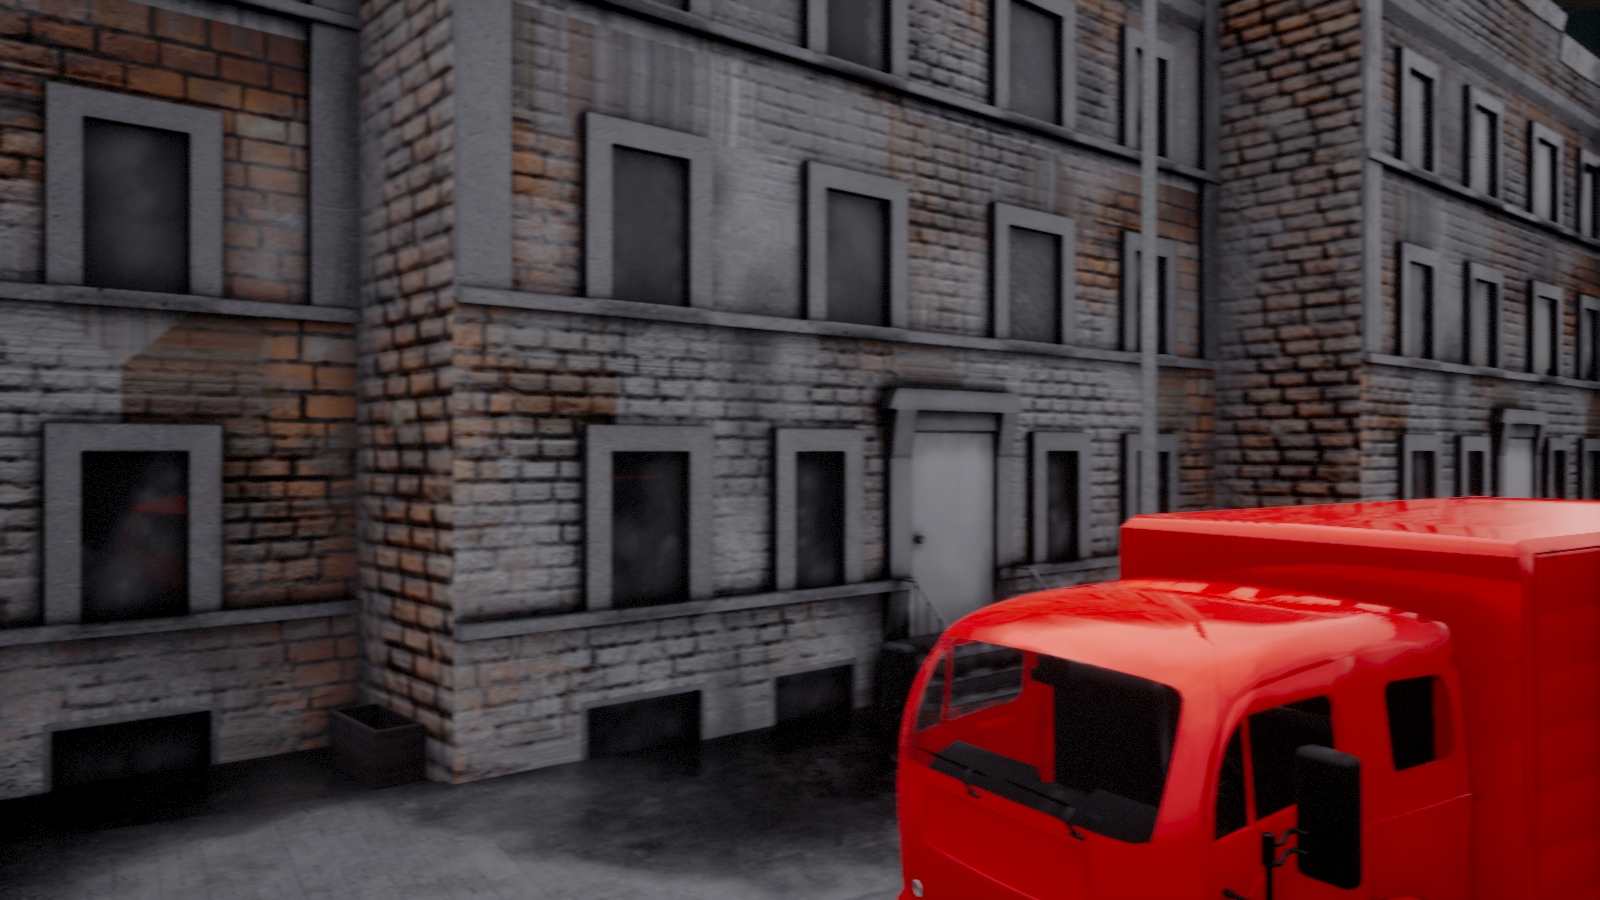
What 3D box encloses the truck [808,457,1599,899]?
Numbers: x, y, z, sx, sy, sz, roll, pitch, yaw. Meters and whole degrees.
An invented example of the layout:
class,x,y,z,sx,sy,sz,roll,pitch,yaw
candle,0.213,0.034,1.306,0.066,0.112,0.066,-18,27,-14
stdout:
class,x,y,z,sx,sy,sz,roll,pitch,yaw
truck,2.966,1.333,5.722,5.204,2.467,2.627,-1,1,-31
